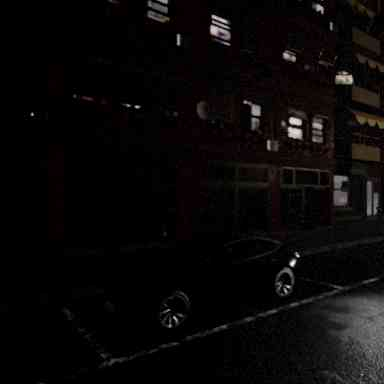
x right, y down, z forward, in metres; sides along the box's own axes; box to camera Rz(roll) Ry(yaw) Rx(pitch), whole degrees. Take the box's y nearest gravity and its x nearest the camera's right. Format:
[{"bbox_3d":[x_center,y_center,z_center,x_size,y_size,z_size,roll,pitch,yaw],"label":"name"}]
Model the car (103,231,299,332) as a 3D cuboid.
[{"bbox_3d":[0.398,1.542,6.831,4.313,1.339,1.947,0,1,-35],"label":"car"}]
